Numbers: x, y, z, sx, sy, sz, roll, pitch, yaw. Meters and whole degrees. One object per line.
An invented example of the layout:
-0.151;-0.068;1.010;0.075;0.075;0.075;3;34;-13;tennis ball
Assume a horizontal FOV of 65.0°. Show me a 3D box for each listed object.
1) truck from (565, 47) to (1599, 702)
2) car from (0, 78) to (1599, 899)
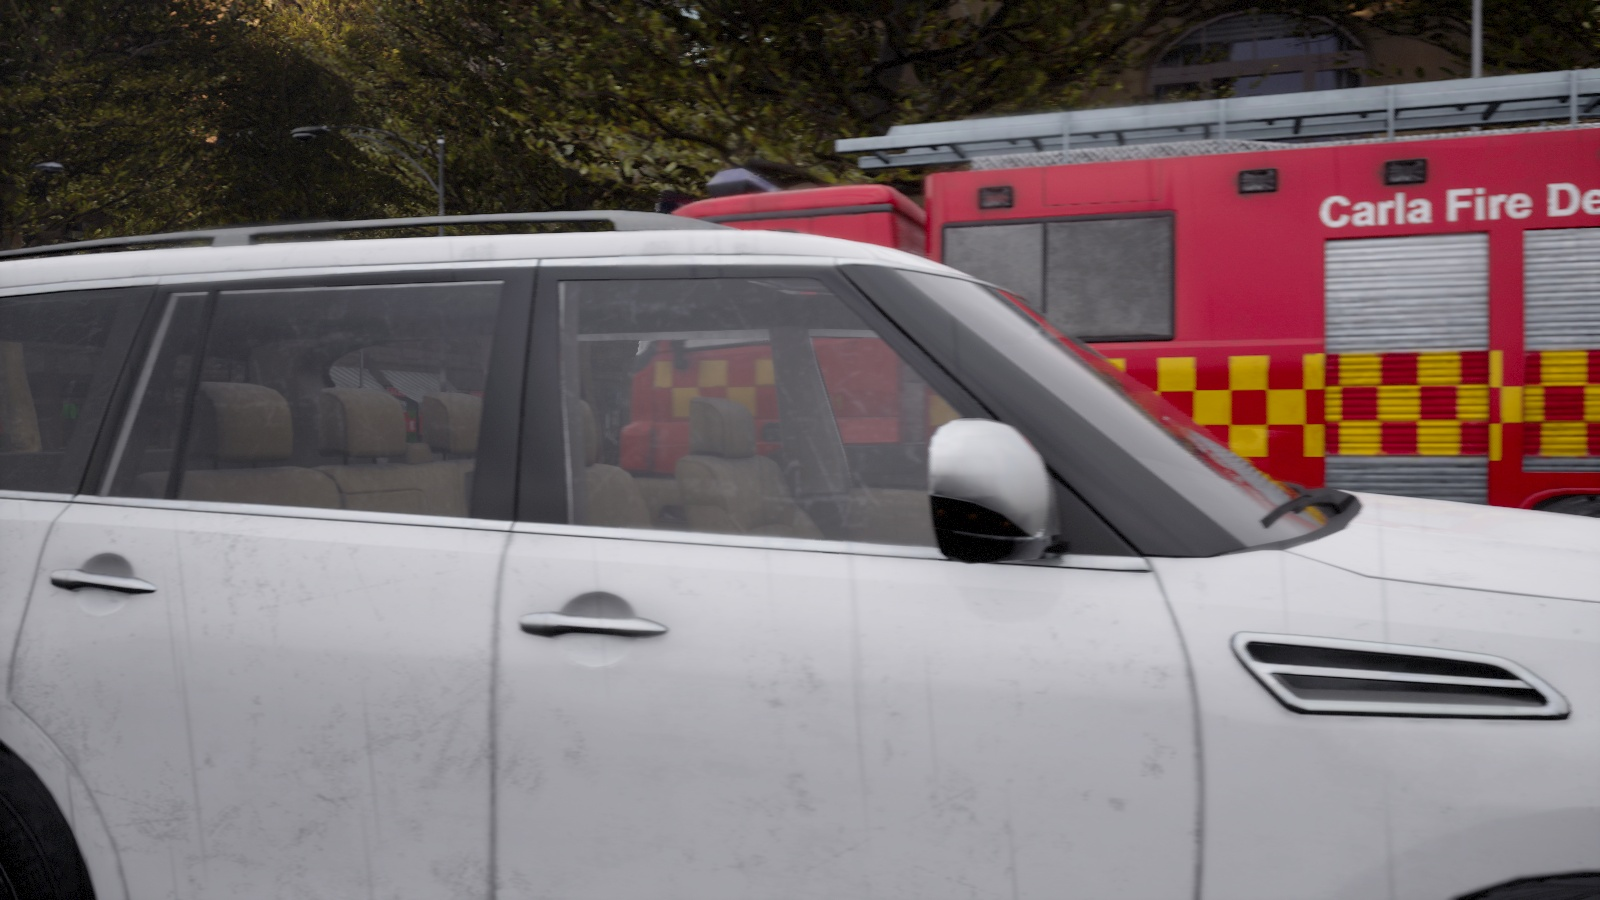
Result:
2.699;-0.481;9.534;8.468;3.827;2.891;1;1;19;truck
-0.182;0.492;3.250;5.566;2.045;2.150;1;1;19;car
